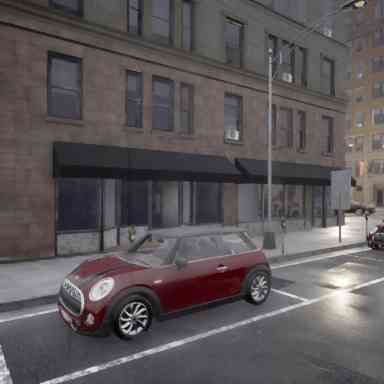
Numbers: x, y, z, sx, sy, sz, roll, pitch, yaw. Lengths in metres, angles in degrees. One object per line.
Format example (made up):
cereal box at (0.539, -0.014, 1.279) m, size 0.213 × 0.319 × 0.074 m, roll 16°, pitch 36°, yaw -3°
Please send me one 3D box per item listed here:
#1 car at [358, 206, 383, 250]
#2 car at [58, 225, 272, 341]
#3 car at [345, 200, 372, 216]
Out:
car at (8.564, 1.445, 12.825) m, size 4.097 × 1.590 × 1.967 m, roll 0°, pitch 0°, yaw -35°
car at (-0.395, 1.441, 6.466) m, size 4.097 × 1.590 × 1.967 m, roll 0°, pitch 0°, yaw -35°
car at (14.776, 1.403, 31.734) m, size 1.882 × 1.535 × 5.008 m, roll 1°, pitch 0°, yaw -37°
